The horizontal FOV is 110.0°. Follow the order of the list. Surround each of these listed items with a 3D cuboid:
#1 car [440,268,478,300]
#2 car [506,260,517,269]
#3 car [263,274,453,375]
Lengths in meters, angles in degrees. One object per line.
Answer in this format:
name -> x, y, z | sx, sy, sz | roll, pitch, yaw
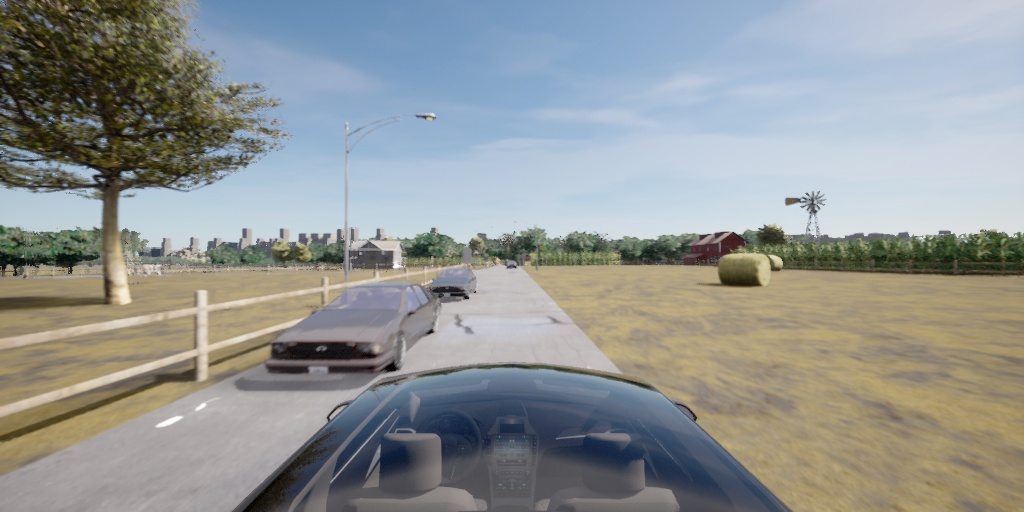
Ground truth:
car -> -2.812, 1.327, 18.231 | 2.033, 1.411, 5.357 | 0, 0, 1
car -> -0.028, 1.695, 64.630 | 1.895, 1.301, 4.718 | 0, -1, 0
car -> -2.849, 1.304, 7.941 | 2.033, 1.411, 5.357 | 0, 0, 0
